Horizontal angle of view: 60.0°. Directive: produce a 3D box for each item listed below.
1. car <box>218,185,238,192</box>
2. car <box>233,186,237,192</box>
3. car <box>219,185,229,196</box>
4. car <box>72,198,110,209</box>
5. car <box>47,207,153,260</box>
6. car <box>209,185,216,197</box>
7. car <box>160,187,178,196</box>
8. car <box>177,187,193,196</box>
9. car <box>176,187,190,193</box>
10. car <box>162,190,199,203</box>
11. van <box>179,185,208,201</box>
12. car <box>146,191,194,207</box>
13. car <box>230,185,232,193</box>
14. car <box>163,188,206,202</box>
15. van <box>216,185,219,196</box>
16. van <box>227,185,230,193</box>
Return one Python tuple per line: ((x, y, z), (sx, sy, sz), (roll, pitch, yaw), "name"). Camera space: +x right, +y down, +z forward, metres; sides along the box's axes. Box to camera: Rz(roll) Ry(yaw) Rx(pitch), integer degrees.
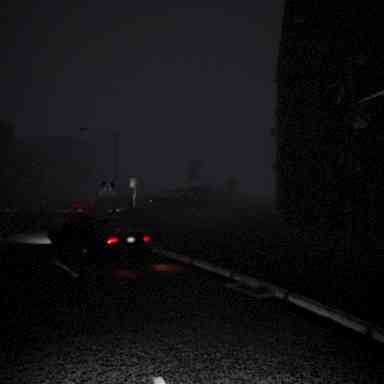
((9.224, -0.874, 85.860), (4.892, 1.521, 2.231), (0, 2, -6), "car")
((7.802, -0.620, 79.948), (4.792, 1.488, 2.163), (1, 2, -6), "car")
((4.073, -0.080, 65.172), (4.892, 1.521, 2.231), (0, 2, -6), "car")
((-9.080, 1.278, 30.189), (1.882, 1.535, 5.008), (1, 3, 6), "car")
((-3.568, 1.503, 12.227), (2.033, 1.411, 5.357), (4, -2, -42), "car")
((0.362, 0.238, 50.389), (5.566, 2.045, 2.435), (0, 3, -6), "car")
((-4.449, -0.065, 65.098), (2.128, 1.511, 4.902), (1, 2, 14), "car")
((-1.297, -0.052, 64.309), (1.882, 1.535, 5.008), (1, 2, 14), "car")
((-2.000, -0.507, 74.889), (1.895, 1.301, 4.718), (1, 2, 14), "car")
((-1.828, 0.871, 41.551), (4.674, 1.452, 2.002), (0, 3, -6), "car")
((-0.233, 0.378, 47.461), (4.442, 1.987, 1.878), (0, 2, -6), "van")
((-2.575, 0.946, 38.603), (4.892, 1.521, 2.231), (0, 2, -6), "car")
((5.526, -0.435, 71.073), (4.553, 1.767, 2.185), (1, 2, -6), "car")
((-1.275, 0.712, 44.482), (5.366, 1.575, 1.946), (1, 3, -6), "car")
((1.750, 0.035, 56.288), (4.442, 1.987, 1.878), (0, 3, -6), "van")
((4.935, -0.419, 68.132), (4.442, 1.987, 1.878), (0, 2, -6), "van")
